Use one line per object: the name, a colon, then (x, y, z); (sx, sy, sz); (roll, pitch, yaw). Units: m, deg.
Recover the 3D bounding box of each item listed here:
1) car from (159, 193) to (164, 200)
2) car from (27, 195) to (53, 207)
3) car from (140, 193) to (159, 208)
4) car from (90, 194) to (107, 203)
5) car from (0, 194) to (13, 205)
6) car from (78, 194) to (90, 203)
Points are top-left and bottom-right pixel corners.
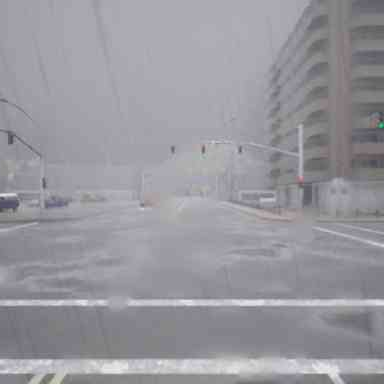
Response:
car: (-7.010, 1.155, 69.675); (2.150, 2.045, 5.566); (0, 0, 0)
car: (-26.719, 1.661, 58.687); (1.970, 1.475, 3.806); (0, 0, 0)
car: (-7.092, 1.466, 54.182); (2.150, 2.045, 5.566); (0, 0, 0)
car: (-21.060, 1.497, 76.082); (1.932, 1.855, 4.605); (0, 0, 0)
car: (-43.577, 1.500, 76.176); (1.905, 1.878, 3.866); (0, 0, 0)
car: (-23.954, 1.500, 76.146); (1.905, 1.878, 3.866); (0, 0, 0)
